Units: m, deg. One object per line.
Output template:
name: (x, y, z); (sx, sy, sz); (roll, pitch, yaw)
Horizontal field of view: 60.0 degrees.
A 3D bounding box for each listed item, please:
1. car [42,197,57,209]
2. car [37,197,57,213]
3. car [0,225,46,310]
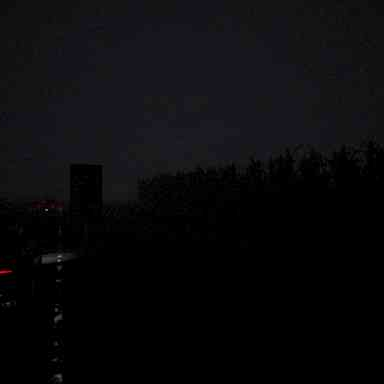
car: (-19.471, 1.454, 45.609); (1.812, 1.442, 4.674); (0, 0, -21)
car: (-15.714, 1.551, 36.196); (1.895, 1.301, 4.718); (0, 0, -21)
car: (-4.447, 1.498, 7.414); (1.837, 1.490, 4.892); (0, 0, -21)
